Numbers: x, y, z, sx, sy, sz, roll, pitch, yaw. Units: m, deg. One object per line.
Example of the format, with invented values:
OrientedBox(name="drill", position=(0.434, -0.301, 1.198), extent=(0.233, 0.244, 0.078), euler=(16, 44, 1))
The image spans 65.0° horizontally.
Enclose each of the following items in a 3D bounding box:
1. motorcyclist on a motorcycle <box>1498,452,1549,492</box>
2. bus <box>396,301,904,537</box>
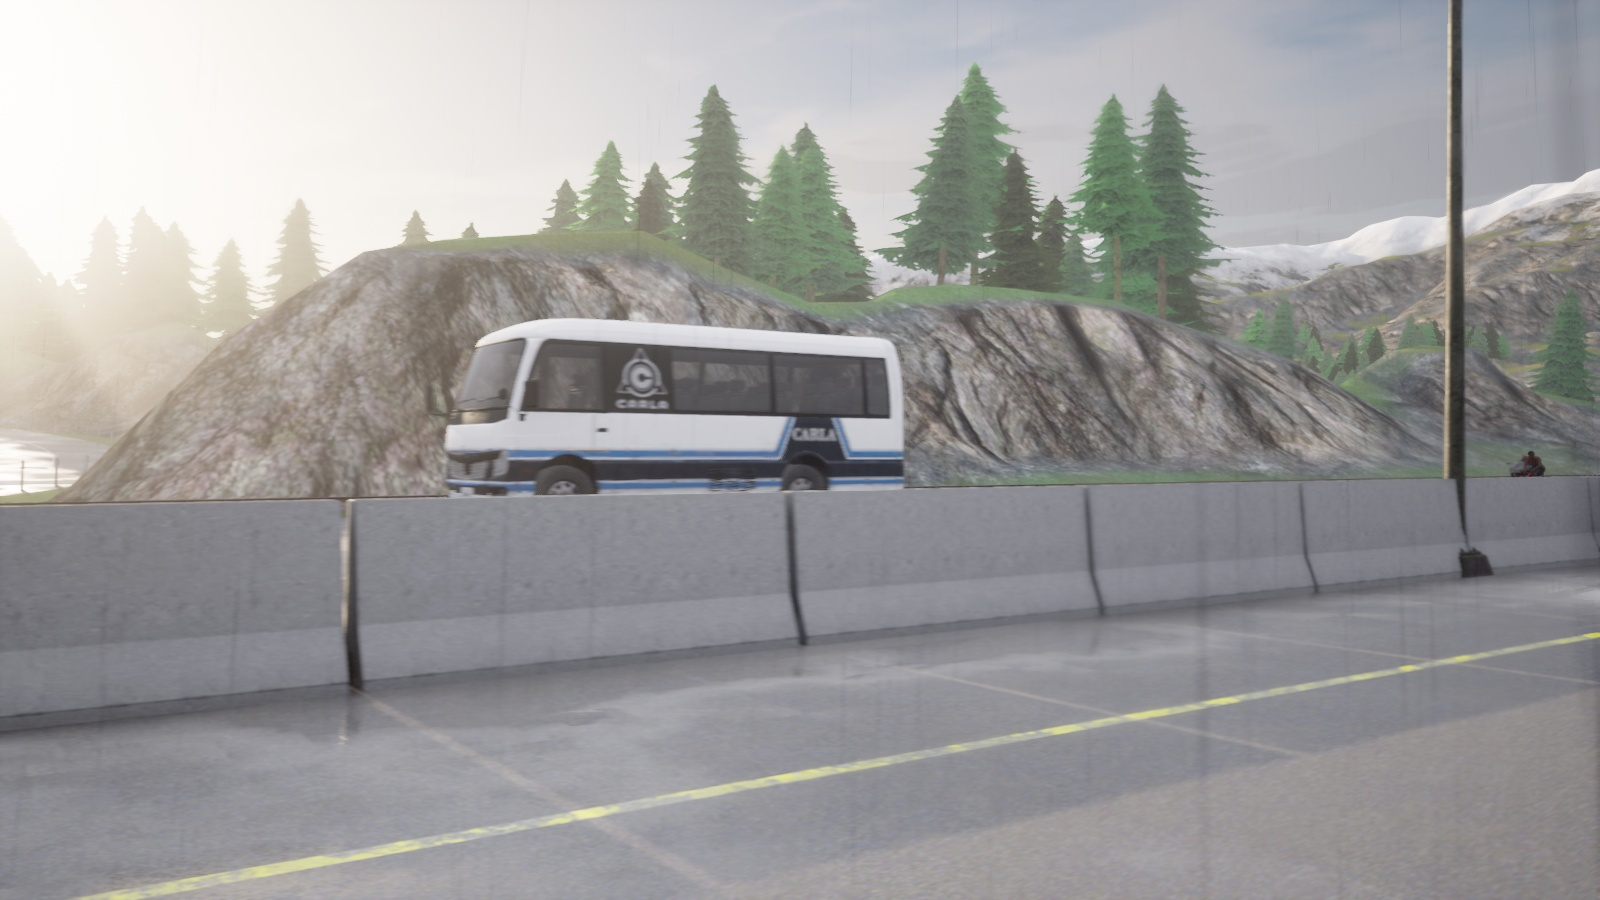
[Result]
OrientedBox(name="motorcyclist on a motorcycle", position=(28.115, 0.842, 48.814), extent=(2.191, 1.530, 0.866), euler=(0, 0, -35))
OrientedBox(name="bus", position=(-2.983, -0.558, 27.174), extent=(10.273, 4.253, 3.944), euler=(0, 0, -35))
